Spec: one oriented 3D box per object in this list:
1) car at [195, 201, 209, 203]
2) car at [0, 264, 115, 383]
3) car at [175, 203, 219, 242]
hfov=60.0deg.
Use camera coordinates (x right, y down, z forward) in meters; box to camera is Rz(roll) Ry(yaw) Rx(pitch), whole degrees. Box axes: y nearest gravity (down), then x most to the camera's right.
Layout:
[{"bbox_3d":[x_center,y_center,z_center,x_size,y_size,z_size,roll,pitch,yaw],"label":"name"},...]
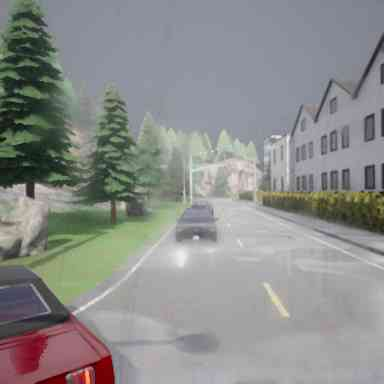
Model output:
[{"bbox_3d":[0.813,1.452,27.578,1.994,1.385,4.181,-1,0,2],"label":"car"},{"bbox_3d":[-2.821,1.622,4.175,1.895,1.301,4.718,-1,1,-39],"label":"car"},{"bbox_3d":[0.286,1.482,16.346,2.033,1.411,5.357,-1,0,3],"label":"car"}]
